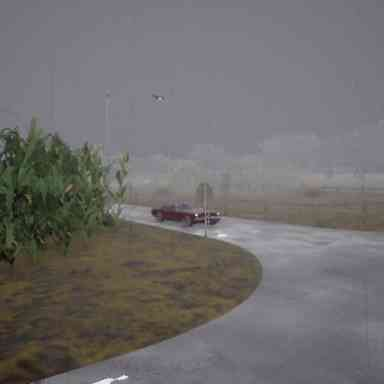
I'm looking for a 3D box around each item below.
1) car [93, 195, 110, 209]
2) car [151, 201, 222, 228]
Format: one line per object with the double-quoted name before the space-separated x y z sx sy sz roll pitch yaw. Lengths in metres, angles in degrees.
"car" -9.475 0.779 31.846 1.882 1.535 5.008 -1 2 -35
"car" -0.430 1.208 19.088 1.895 1.301 4.718 -1 2 -36
